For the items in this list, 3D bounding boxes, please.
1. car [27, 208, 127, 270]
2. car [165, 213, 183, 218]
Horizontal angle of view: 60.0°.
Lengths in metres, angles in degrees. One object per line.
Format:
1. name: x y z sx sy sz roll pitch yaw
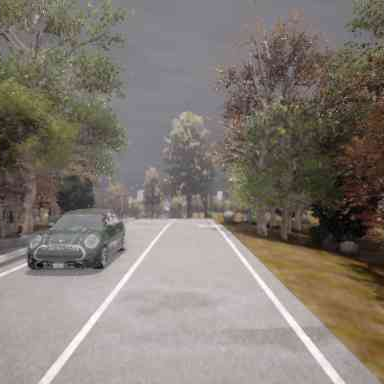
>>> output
1. car: -3.603 1.399 11.218 2.097 1.767 4.553 0 0 0
2. car: -4.632 6.148 85.679 4.553 1.767 2.097 1 -5 -5
